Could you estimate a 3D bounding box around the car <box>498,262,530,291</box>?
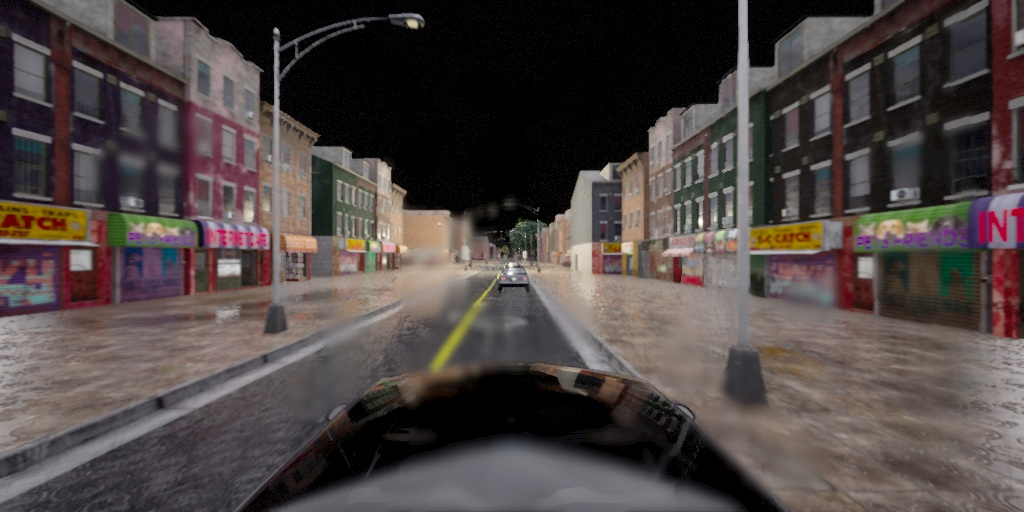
[{"bbox_3d":[0.112,1.304,21.838,2.033,1.411,5.357,0,0,0],"label":"car"}]
